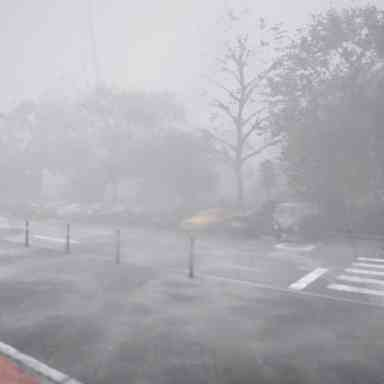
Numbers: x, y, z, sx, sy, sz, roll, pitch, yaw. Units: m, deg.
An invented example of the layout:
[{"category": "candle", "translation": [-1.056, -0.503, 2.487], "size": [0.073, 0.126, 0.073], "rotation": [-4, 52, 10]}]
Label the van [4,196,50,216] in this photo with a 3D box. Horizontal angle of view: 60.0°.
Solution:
[{"category": "van", "translation": [-16.598, 1.444, 34.685], "size": [1.878, 1.987, 4.442], "rotation": [0, 0, 35]}]

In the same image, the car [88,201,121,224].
[{"category": "car", "translation": [-5.352, 1.729, 26.553], "size": [2.097, 1.535, 5.008], "rotation": [0, 0, 35]}]

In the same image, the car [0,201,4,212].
[{"category": "car", "translation": [-21.206, 1.677, 37.784], "size": [2.163, 1.488, 4.792], "rotation": [0, 0, 35]}]

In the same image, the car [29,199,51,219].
[{"category": "car", "translation": [-12.144, 1.693, 31.369], "size": [2.097, 1.535, 5.008], "rotation": [0, 0, 35]}]

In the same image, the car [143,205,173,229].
[{"category": "car", "translation": [-0.816, 1.784, 23.356], "size": [2.163, 1.488, 4.792], "rotation": [0, 0, 35]}]

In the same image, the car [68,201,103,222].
[{"category": "car", "translation": [-7.599, 1.592, 28.182], "size": [2.185, 1.767, 4.553], "rotation": [0, 0, 35]}]

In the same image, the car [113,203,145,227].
[{"category": "car", "translation": [-3.097, 1.743, 24.935], "size": [2.231, 1.521, 4.892], "rotation": [0, 0, 35]}]

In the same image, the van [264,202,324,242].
[{"category": "van", "translation": [5.885, 1.569, 18.411], "size": [1.878, 1.987, 4.442], "rotation": [0, 0, 35]}]

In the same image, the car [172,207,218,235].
[{"category": "car", "translation": [1.321, 1.765, 21.573], "size": [1.946, 1.575, 5.366], "rotation": [0, 0, 35]}]

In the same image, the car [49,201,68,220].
[{"category": "car", "translation": [-9.881, 1.745, 29.763], "size": [2.002, 1.452, 4.674], "rotation": [0, 0, 35]}]

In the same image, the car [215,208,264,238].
[{"category": "car", "translation": [3.709, 1.811, 20.139], "size": [2.163, 1.488, 4.792], "rotation": [0, 0, 35]}]

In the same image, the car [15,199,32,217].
[{"category": "car", "translation": [-14.407, 1.722, 32.980], "size": [2.002, 1.452, 4.674], "rotation": [0, 0, 35]}]
